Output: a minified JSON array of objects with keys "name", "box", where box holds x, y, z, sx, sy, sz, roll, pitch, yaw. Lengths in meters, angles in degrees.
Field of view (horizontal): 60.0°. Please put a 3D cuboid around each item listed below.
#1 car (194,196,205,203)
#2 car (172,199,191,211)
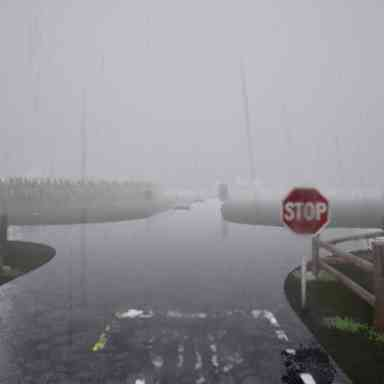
[{"name":"car","box":[1.499,1.527,65.229,1.895,1.301,4.718,0,0,7]},{"name":"car","box":[-1.169,1.576,39.890,1.994,1.385,4.181,0,1,4]}]
